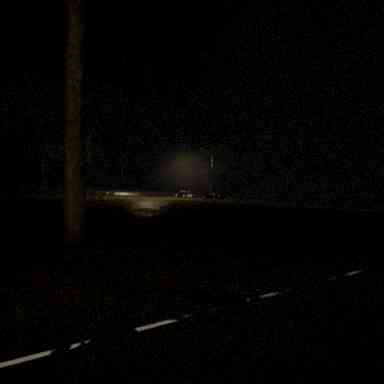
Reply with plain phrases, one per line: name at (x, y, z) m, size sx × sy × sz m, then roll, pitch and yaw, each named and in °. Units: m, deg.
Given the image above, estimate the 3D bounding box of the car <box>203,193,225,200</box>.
car at (3.994, 0.817, 62.306) m, size 1.895 × 1.301 × 4.718 m, roll 2°, pitch 0°, yaw -35°

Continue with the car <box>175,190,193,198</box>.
car at (-1.712, 0.371, 70.477) m, size 1.837 × 1.490 × 4.892 m, roll 2°, pitch 1°, yaw -35°
